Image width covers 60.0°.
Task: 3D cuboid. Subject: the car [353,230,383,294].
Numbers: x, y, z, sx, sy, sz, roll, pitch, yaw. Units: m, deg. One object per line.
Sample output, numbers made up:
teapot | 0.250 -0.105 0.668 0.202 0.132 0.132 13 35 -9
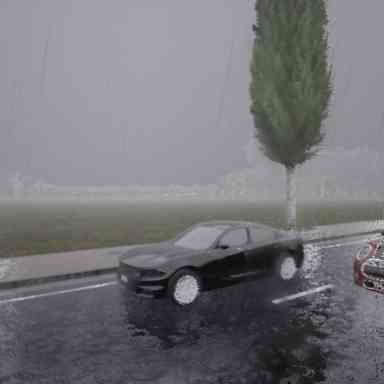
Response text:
car | 5.802 1.335 7.829 4.553 1.767 2.097 0 0 -36

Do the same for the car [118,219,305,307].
car | 0.670 1.468 8.157 5.008 1.535 1.882 0 0 -36
